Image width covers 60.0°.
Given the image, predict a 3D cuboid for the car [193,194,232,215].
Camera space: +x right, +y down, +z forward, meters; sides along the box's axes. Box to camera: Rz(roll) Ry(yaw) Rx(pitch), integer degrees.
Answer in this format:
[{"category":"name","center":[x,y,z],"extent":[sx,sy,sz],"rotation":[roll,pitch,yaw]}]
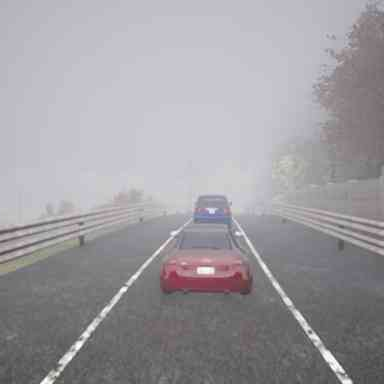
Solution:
[{"category":"car","center":[1.264,1.154,20.277],"extent":[2.150,2.045,5.566],"rotation":[0,0,5]}]

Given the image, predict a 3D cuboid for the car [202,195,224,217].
[{"category":"car","center":[2.305,1.469,35.129],"extent":[2.150,2.045,5.566],"rotation":[0,-2,5]}]

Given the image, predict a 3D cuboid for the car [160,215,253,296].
[{"category":"car","center":[0.361,1.510,8.566],"extent":[1.994,1.385,4.181],"rotation":[0,0,3]}]
